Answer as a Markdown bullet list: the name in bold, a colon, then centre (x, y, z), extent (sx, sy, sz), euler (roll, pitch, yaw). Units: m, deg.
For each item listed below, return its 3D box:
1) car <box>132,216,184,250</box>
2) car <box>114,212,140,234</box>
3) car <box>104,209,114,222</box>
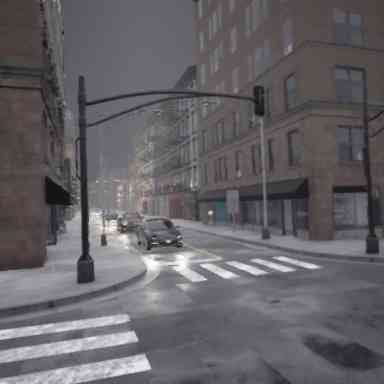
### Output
- **car**: centre (-1.894, 2.273, 18.587), extent (1.837, 1.490, 4.892), euler (-1, -2, -18)
- **car**: centre (-5.274, 2.595, 29.028), extent (2.097, 1.767, 4.553), euler (-1, -2, -18)
- **car**: centre (-12.050, 3.712, 50.239), extent (1.812, 1.442, 4.674), euler (-1, -2, -17)
